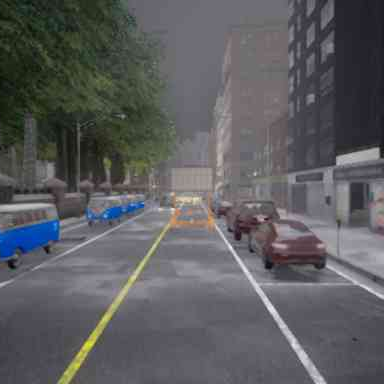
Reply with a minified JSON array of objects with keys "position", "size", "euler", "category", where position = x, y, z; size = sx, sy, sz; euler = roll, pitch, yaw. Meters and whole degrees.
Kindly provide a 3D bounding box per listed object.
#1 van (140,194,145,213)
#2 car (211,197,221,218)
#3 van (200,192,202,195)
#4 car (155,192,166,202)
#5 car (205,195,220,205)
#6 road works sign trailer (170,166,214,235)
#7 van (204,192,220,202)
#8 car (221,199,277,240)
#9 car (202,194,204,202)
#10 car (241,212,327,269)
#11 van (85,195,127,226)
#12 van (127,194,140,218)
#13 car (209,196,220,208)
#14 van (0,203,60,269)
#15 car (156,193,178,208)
[{"position":[-5.670,1.135,33.194],"size":[1.690,1.788,3.998],"euler":[0,0,0],"category":"van"},{"position":[2.856,1.376,27.563],"size":[1.887,1.381,4.507],"euler":[0,0,0],"category":"car"},{"position":[2.856,0.930,61.523],"size":[1.690,1.788,3.998],"euler":[0,0,0],"category":"van"},{"position":[-5.669,0.904,61.483],"size":[2.192,1.841,5.009],"euler":[0,0,0],"category":"car"},{"position":[2.856,1.336,38.884],"size":[1.802,1.307,4.206],"euler":[0,0,0],"category":"car"},{"position":[0.000,0.356,18.190],"size":[2.380,3.560,2.880],"euler":[0,0,0],"category":"road works sign trailer"},{"position":[2.855,1.055,44.542],"size":[1.690,1.788,3.998],"euler":[0,0,0],"category":"van"},{"position":[2.854,1.219,16.241],"size":[2.192,1.841,5.009],"euler":[0,0,0],"category":"car"},{"position":[2.856,1.218,50.204],"size":[1.887,1.381,4.507],"euler":[0,0,0],"category":"car"},{"position":[2.855,1.520,10.582],"size":[1.802,1.307,4.206],"euler":[0,0,0],"category":"car"},{"position":[-5.670,1.210,21.879],"size":[1.690,1.788,3.998],"euler":[0,0,0],"category":"van"},{"position":[-5.671,1.173,27.536],"size":[1.690,1.788,3.998],"euler":[0,0,0],"category":"van"},{"position":[2.856,1.375,33.223],"size":[1.802,1.307,4.206],"euler":[0,0,0],"category":"car"},{"position":[-5.671,1.280,10.563],"size":[1.690,1.788,3.998],"euler":[0,0,0],"category":"van"},{"position":[-3.084,1.236,42.271],"size":[1.837,1.490,4.892],"euler":[0,0,0],"category":"car"}]
